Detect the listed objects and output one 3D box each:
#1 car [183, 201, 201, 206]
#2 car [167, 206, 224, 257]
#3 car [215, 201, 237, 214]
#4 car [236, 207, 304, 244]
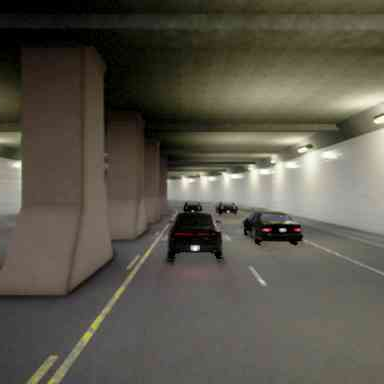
[{"bbox_3d":[0.034,1.627,35.080,1.895,1.301,4.718,0,0,-1],"label":"car"},{"bbox_3d":[0.098,1.514,12.893,1.837,1.490,4.892,0,0,0],"label":"car"},{"bbox_3d":[3.533,1.627,35.077,1.895,1.301,4.718,0,0,-1],"label":"car"},{"bbox_3d":[3.598,1.559,15.711,2.033,1.411,5.357,0,0,0],"label":"car"}]
